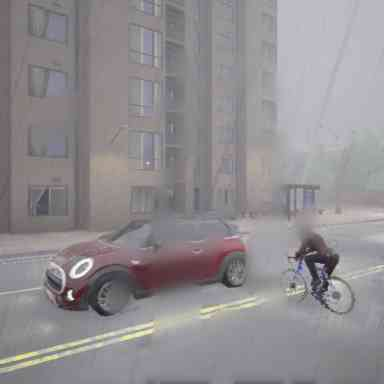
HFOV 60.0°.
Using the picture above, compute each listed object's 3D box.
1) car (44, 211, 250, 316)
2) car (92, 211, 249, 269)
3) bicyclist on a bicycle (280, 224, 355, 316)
[{"bbox_3d":[-0.859,1.353,7.620,4.553,1.767,2.097,0,0,-34],"label":"car"},{"bbox_3d":[-0.623,1.547,12.032,5.357,1.411,2.033,0,0,-34],"label":"car"},{"bbox_3d":[2.349,1.455,6.457,0.582,1.620,1.656,0,-2,-35],"label":"bicyclist on a bicycle"}]
